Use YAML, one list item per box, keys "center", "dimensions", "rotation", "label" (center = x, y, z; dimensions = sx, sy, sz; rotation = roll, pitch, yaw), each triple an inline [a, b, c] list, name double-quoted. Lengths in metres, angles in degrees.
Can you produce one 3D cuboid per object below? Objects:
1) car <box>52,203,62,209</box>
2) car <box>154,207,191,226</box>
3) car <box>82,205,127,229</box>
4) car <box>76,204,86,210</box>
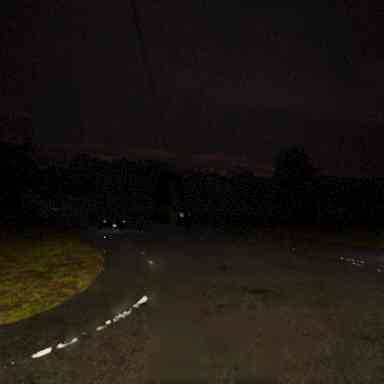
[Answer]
- center: [-31.751, 3.268, 78.354]
  dimensions: [1.994, 1.385, 4.181]
  rotation: [3, -2, -22]
  label: "car"
- center: [-1.888, 2.182, 31.141]
  dimensions: [2.097, 1.767, 4.553]
  rotation: [3, -3, -28]
  label: "car"
- center: [-6.504, 1.959, 24.975]
  dimensions: [2.033, 1.411, 5.357]
  rotation: [3, -3, -28]
  label: "car"
- center: [-24.147, 3.292, 72.649]
  dimensions: [2.128, 1.511, 4.902]
  rotation: [3, -3, -28]
  label: "car"
